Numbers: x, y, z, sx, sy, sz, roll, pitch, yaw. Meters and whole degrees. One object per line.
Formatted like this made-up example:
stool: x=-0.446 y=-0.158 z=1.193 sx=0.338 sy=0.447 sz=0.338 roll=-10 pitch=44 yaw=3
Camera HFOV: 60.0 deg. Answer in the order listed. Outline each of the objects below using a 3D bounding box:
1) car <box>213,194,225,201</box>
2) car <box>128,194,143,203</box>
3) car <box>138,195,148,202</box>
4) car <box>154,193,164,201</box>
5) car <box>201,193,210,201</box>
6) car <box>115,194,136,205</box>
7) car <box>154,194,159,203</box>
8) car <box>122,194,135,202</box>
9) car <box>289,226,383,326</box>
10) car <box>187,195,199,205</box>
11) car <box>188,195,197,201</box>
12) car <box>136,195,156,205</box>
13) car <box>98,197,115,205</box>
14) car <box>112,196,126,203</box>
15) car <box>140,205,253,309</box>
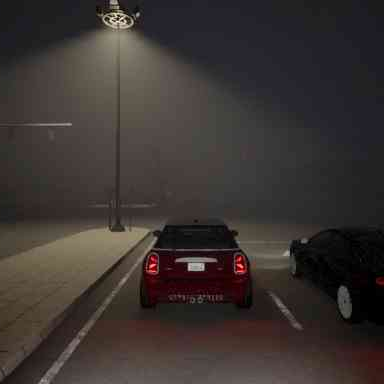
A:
car: x=7.179 y=1.348 z=85.907 sx=2.097 sy=1.767 sz=4.553 roll=0 pitch=0 yaw=0
car: x=-11.378 y=1.354 z=67.176 sx=2.097 sy=1.767 sz=4.553 roll=0 pitch=0 yaw=1
car: x=-11.340 y=1.524 z=77.093 sx=1.812 sy=1.442 sz=4.674 roll=0 pitch=0 yaw=0
car: x=-7.840 y=1.225 z=77.065 sx=2.150 sy=2.045 sz=5.566 roll=0 pitch=0 yaw=0
car: x=3.679 y=1.546 z=85.944 sx=1.994 sy=1.385 sz=4.181 roll=0 pitch=0 yaw=0
car: x=-11.451 y=1.478 z=58.138 sx=1.882 sy=1.535 sz=5.008 roll=0 pitch=0 yaw=0
car: x=-7.887 y=1.601 z=66.498 sx=1.895 sy=1.301 sz=4.718 roll=0 pitch=0 yaw=1
car: x=-14.838 y=1.355 z=78.017 sx=2.097 sy=1.767 sz=4.553 roll=0 pitch=0 yaw=0
car: x=3.578 y=1.478 z=7.166 sx=1.882 sy=1.535 sz=5.008 roll=0 pitch=0 yaw=0
car: x=0.114 y=1.478 z=54.925 sx=1.882 sy=1.535 sz=5.008 roll=0 pitch=0 yaw=0
car: x=0.178 y=1.516 z=85.535 sx=2.128 sy=1.511 sz=4.902 roll=0 pitch=0 yaw=0
car: x=-7.958 y=1.564 z=57.323 sx=1.994 sy=1.385 sz=4.181 roll=0 pitch=0 yaw=0
car: x=-14.948 y=1.564 z=58.332 sx=1.994 sy=1.385 sz=4.181 roll=0 pitch=0 yaw=0
car: x=-14.859 y=1.562 z=68.028 sx=1.994 sy=1.385 sz=4.181 roll=0 pitch=0 yaw=0
car: x=0.083 y=1.352 z=8.042 sx=2.097 sy=1.767 sz=4.553 roll=0 pitch=0 yaw=0
